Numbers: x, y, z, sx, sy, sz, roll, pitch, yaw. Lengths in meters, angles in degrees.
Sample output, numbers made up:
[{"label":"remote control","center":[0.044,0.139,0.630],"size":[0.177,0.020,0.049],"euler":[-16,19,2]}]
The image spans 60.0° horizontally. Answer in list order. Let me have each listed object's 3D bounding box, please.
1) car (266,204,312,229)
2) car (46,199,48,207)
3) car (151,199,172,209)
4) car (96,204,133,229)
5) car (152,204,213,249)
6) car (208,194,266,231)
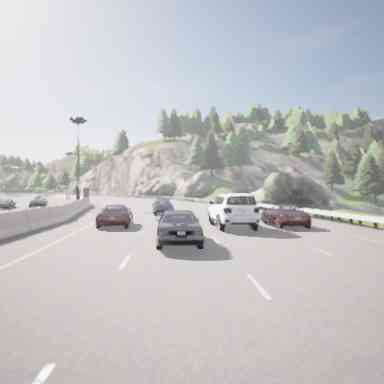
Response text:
[{"label":"car","center":[5.760,1.455,20.818],"size":[1.994,1.385,4.181],"euler":[0,0,-6]},{"label":"car","center":[-19.992,1.386,43.592],"size":[1.994,1.385,4.181],"euler":[0,0,-15]},{"label":"car","center":[-2.825,1.400,31.617],"size":[2.033,1.411,5.357],"euler":[0,0,-10]},{"label":"car","center":[-4.844,1.470,21.114],"size":[1.994,1.385,4.181],"euler":[0,0,-7]},{"label":"car","center":[-0.576,1.480,14.132],"size":[2.033,1.411,5.357],"euler":[0,0,-5]},{"label":"car","center":[2.368,1.122,19.951],"size":[2.150,2.045,5.566],"euler":[0,0,-6]}]
